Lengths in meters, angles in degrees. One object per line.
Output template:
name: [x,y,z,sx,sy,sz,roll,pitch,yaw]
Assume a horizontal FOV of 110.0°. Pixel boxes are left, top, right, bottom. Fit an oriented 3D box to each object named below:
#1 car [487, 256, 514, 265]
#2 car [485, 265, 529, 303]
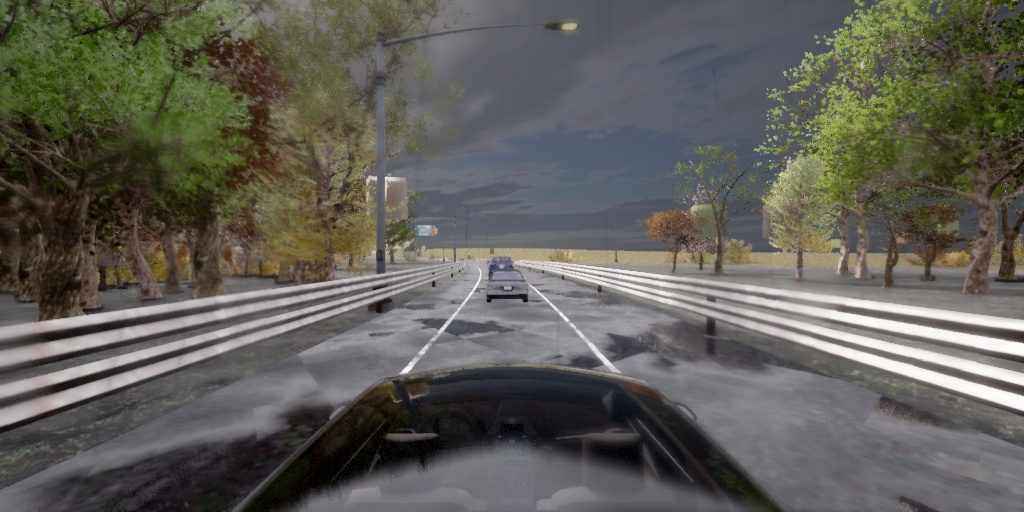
car: [-1.013,1.000,31.656,2.150,2.045,5.566,0,0,-4]
car: [-0.253,1.307,16.583,2.033,1.411,5.357,0,0,-2]
